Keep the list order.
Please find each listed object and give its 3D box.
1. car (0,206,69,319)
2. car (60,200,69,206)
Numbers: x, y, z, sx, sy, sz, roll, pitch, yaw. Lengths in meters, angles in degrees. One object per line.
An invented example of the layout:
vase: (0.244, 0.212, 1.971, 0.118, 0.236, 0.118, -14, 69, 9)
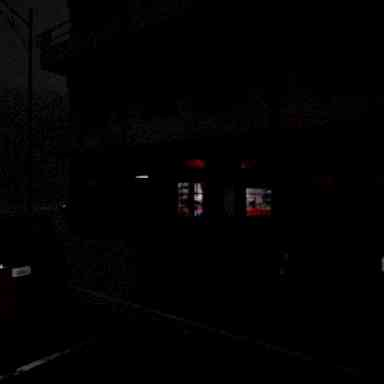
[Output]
car: (-4.397, 1.189, 6.198, 5.009, 1.841, 2.192, 1, 0, 36)
car: (-8.758, 1.071, 27.473, 1.994, 1.385, 4.181, 0, 0, 37)
